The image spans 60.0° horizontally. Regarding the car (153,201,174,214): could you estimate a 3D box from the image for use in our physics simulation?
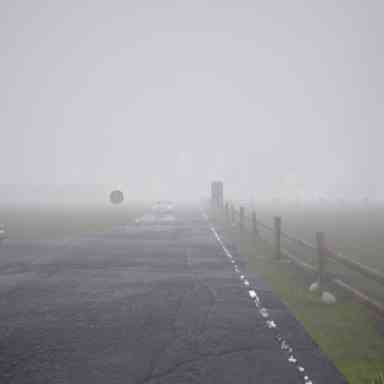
[{"bbox_3d":[-2.968,1.592,34.882,1.895,1.301,4.718,0,0,0],"label":"car"}]

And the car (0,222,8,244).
[{"bbox_3d":[-9.384,1.513,12.631,4.181,1.385,1.994,0,1,-12],"label":"car"}]

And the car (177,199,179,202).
[{"bbox_3d":[-3.135,1.343,60.727,2.128,1.511,4.902,0,0,0],"label":"car"}]
